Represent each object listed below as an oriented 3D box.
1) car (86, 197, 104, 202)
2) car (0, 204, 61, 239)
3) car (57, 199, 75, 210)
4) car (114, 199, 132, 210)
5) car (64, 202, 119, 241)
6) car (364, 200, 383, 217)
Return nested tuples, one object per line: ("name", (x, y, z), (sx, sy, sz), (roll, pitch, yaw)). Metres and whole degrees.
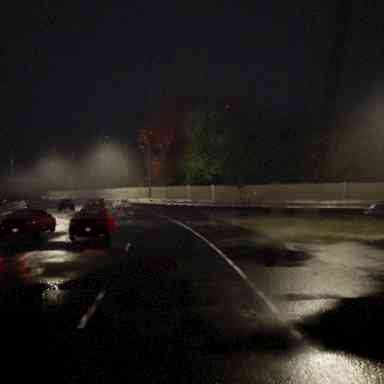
("car", (-12.643, 1.482, 43.344), (2.097, 1.767, 4.553), (0, 0, -25))
("car", (-8.675, 1.604, 17.865), (1.812, 1.442, 4.674), (0, 0, -10))
("car", (-15.983, 1.660, 42.229), (1.837, 1.490, 4.892), (0, 0, -25))
("car", (-9.418, 1.636, 44.705), (1.812, 1.442, 4.674), (0, 0, -25))
("car", (-5.057, 1.530, 17.366), (1.882, 1.535, 5.008), (0, 0, -9))
("car", (17.948, 1.257, 29.672), (4.553, 1.767, 2.097), (-1, 0, 12))
